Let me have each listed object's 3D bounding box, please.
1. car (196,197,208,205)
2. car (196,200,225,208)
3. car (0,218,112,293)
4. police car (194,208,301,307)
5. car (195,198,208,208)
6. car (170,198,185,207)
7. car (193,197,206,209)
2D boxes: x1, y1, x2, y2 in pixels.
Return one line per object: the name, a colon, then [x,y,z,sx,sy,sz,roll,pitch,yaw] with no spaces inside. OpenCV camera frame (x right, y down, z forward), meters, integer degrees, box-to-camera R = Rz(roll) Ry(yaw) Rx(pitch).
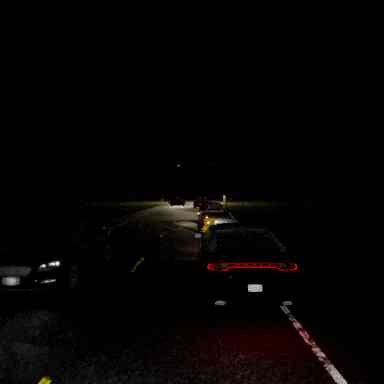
car: [1.856,1.557,57.877,1.895,1.301,4.718,0,0,4]
car: [1.257,1.452,18.270,1.801,1.575,5.366,0,0,1]
car: [-3.527,1.492,8.986,2.128,1.511,4.902,0,0,1]
police car: [1.097,1.425,8.220,1.930,1.638,5.238,0,0,1]
car: [1.397,1.471,24.060,1.882,1.535,5.008,0,0,2]
car: [-2.131,1.532,50.687,1.994,1.385,4.181,0,0,3]
car: [1.215,1.450,45.781,1.882,1.535,5.008,0,0,3]
